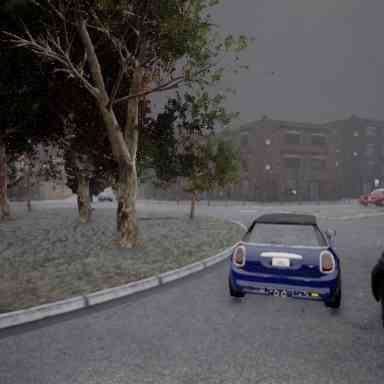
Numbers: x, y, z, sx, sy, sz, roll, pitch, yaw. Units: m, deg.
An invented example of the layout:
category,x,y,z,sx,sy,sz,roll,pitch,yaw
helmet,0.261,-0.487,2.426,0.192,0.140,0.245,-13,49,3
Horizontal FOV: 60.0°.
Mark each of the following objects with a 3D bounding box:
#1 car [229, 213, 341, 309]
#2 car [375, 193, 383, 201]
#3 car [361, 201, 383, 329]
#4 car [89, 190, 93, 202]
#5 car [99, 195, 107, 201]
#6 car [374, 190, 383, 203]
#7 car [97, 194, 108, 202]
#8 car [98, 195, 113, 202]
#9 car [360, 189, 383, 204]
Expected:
category,x,y,z,sx,sy,sz,roll,pitch,yaw
car,2.363,1.290,8.130,2.097,1.767,4.553,0,1,20
car,22.403,1.063,35.799,4.181,1.385,1.994,-1,1,-22
car,3.735,1.207,3.316,2.150,2.045,5.566,0,-1,11
car,-18.212,0.735,56.997,2.150,2.045,5.566,0,-1,-19
car,-21.377,1.407,79.746,1.837,1.490,4.892,0,-1,-15
car,28.449,0.635,46.700,2.185,1.767,4.553,-1,1,-26
car,-18.667,1.257,69.435,2.033,1.411,5.357,0,-1,-15
car,-14.808,1.089,57.126,1.895,1.301,4.718,0,-1,-19
car,22.280,0.670,38.935,5.566,2.045,2.150,-1,1,-23
